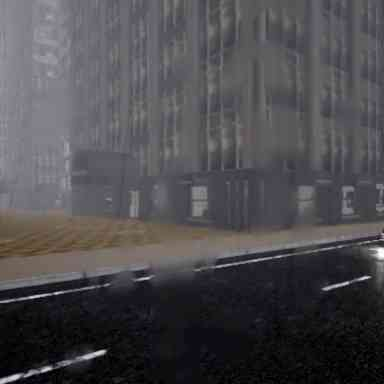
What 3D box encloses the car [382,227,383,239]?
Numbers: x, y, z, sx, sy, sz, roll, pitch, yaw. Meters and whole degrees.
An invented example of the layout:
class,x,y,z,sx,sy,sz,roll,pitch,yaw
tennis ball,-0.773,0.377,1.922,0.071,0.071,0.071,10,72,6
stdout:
class,x,y,z,sx,sy,sz,roll,pitch,yaw
car,10.569,1.580,15.224,4.892,1.490,1.837,1,-1,-35
